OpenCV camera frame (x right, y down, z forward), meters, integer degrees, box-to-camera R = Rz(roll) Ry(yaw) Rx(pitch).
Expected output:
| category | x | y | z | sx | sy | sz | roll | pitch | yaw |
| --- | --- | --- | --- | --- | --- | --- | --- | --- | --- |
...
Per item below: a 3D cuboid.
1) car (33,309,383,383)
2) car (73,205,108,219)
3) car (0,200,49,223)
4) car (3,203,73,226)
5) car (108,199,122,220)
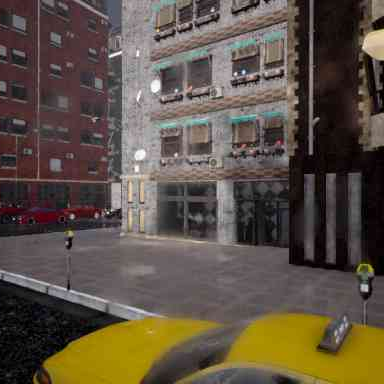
| category | x | y | z | sx | sy | sz | roll | pitch | yaw |
| --- | --- | --- | --- | --- | --- | --- | --- | --- | --- |
| car | 0.736 | 1.525 | 2.350 | 4.829 | 1.417 | 1.752 | 0 | 0 | 36 |
| car | -10.854 | 1.924 | 32.288 | 1.887 | 1.381 | 4.507 | -1 | -2 | 35 |
| car | -14.151 | 1.591 | 27.650 | 2.192 | 1.841 | 5.009 | -1 | -2 | 35 |
| car | -12.004 | 1.851 | 26.174 | 1.994 | 1.385 | 4.181 | 0 | -1 | 35 |
| car | -6.448 | 1.682 | 33.995 | 2.150 | 2.045 | 5.566 | 0 | -1 | 35 |
